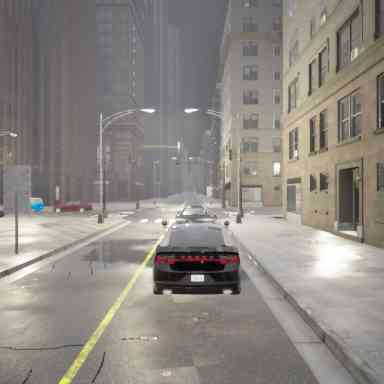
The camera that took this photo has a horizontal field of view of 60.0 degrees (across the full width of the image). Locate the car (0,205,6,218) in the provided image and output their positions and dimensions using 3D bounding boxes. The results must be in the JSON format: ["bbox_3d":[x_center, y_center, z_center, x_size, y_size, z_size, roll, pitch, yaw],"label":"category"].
[{"bbox_3d":[-19.618,1.524,30.547,5.009,1.841,2.192,-1,0,0],"label":"car"}]

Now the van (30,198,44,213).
[{"bbox_3d":[-19.592,1.591,39.073,3.998,1.788,1.690,-1,0,0],"label":"van"}]

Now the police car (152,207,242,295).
[{"bbox_3d":[0.105,1.427,8.878,1.930,1.638,5.238,0,0,0],"label":"police car"}]

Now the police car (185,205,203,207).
[{"bbox_3d":[0.117,1.509,18.525,2.038,1.542,4.974,0,0,0],"label":"police car"}]

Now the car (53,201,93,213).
[{"bbox_3d":[-13.965,1.727,39.051,4.507,1.381,1.887,-1,0,0],"label":"car"}]
